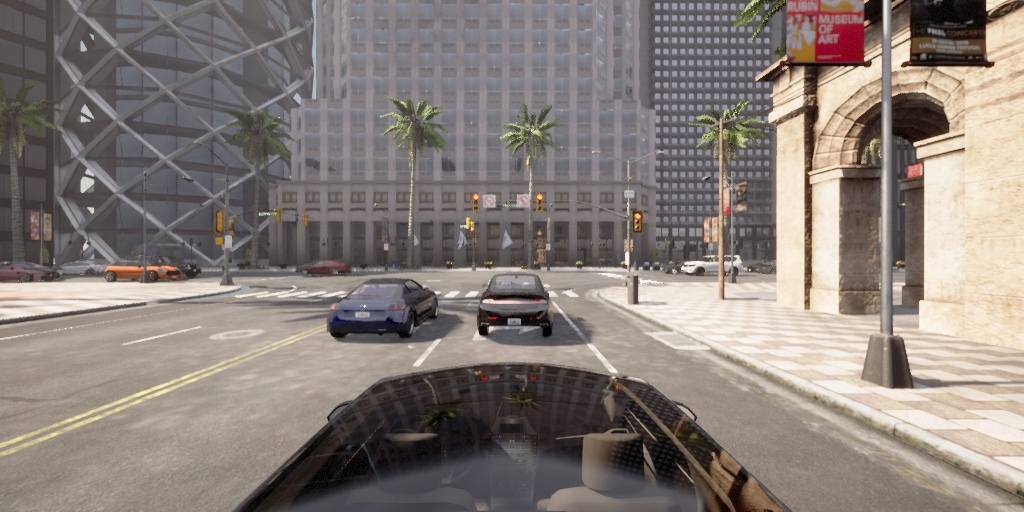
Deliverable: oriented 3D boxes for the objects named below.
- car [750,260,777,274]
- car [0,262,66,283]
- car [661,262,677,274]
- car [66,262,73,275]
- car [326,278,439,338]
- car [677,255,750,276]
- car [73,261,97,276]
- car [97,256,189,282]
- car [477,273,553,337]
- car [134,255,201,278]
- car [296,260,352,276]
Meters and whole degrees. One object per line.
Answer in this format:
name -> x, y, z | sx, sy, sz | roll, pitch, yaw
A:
car -> 28.913, 1.298, 39.248 | 4.181, 1.385, 1.994 | 0, 0, 0
car -> -37.641, 1.303, 27.159 | 4.181, 1.385, 1.994 | 0, 0, -19
car -> 18.869, 1.239, 39.290 | 4.892, 1.490, 1.837 | 0, 0, 0
car -> -40.827, 1.230, 29.732 | 4.902, 1.511, 2.128 | 0, 0, -22
car -> -3.416, 1.310, 10.222 | 1.994, 1.385, 4.181 | 0, 0, 0
car -> 19.989, 0.958, 35.787 | 5.566, 2.045, 2.150 | 0, 0, 0
car -> -43.843, 1.261, 36.282 | 4.674, 1.442, 1.812 | 0, 0, -21
car -> -29.117, 1.091, 28.439 | 4.553, 1.767, 2.097 | 0, 0, -3
car -> 0.121, 1.238, 10.352 | 2.128, 1.511, 4.902 | 0, 0, 2
car -> -31.156, 0.959, 31.935 | 5.566, 2.045, 2.150 | 0, 0, -3
car -> -18.682, 1.213, 35.919 | 5.008, 1.535, 1.882 | 0, 0, 0
